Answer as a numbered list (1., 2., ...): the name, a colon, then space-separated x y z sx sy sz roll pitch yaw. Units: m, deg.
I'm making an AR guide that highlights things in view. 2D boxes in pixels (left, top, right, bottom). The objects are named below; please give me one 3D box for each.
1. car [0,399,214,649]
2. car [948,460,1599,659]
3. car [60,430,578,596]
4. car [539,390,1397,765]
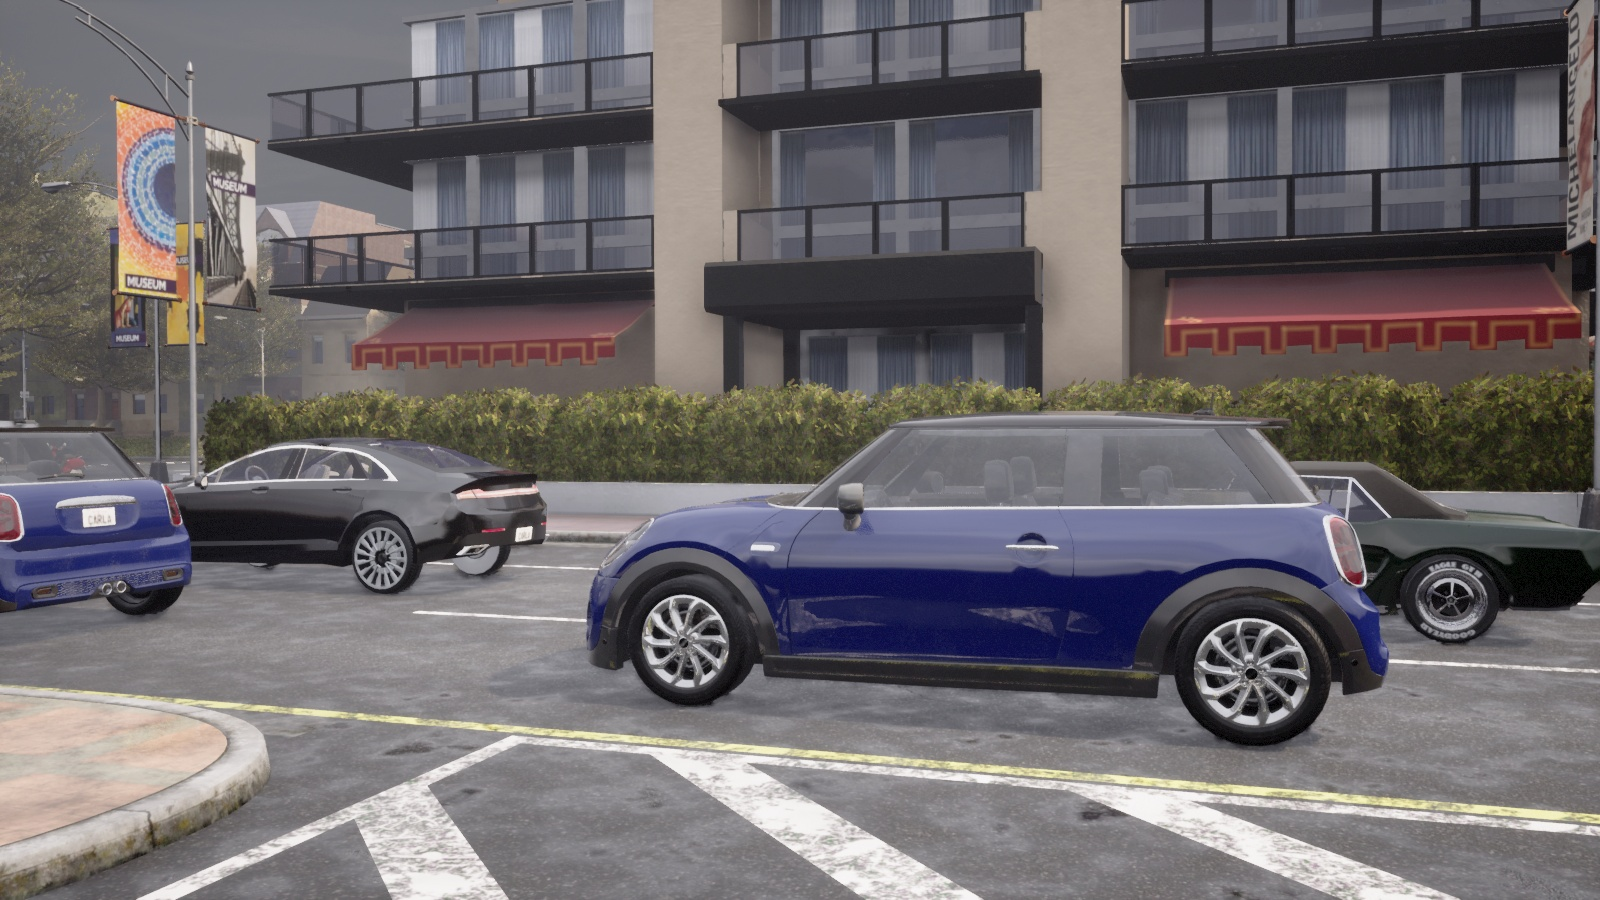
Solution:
1. car: -7.503 0.489 10.465 4.553 1.767 2.097 1 1 19
2. car: 3.746 0.775 10.374 4.718 1.301 1.895 1 1 19
3. car: -5.065 0.550 13.338 4.902 1.511 2.128 1 1 19
4. car: 0.966 0.567 7.615 4.553 1.767 2.097 1 1 18
